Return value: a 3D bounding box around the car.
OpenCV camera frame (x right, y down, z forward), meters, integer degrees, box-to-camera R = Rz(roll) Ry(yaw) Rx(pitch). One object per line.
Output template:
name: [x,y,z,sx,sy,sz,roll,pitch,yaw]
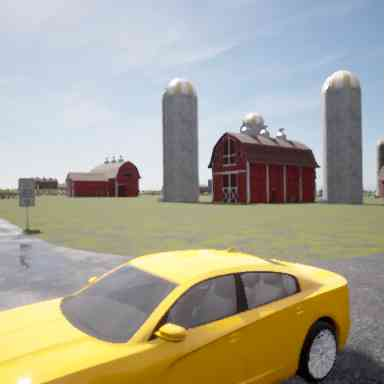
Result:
car: [-0.156,1.487,3.875,5.008,1.535,1.882,0,0,-35]
